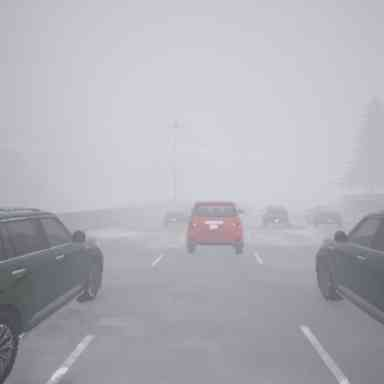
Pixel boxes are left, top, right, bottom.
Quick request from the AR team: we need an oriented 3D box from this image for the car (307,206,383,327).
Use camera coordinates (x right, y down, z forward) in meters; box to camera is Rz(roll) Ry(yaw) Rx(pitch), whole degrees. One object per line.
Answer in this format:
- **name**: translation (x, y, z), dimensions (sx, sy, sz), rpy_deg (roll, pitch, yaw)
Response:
- **car**: translation (3.794, 1.277, 5.288), dimensions (2.150, 2.045, 5.566), rpy_deg (0, 0, 3)

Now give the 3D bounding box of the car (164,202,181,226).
- **car**: translation (-0.826, 1.755, 25.252), dimensions (1.812, 1.442, 4.674), rpy_deg (0, -1, 10)

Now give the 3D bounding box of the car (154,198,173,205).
- **car**: translation (-4.453, 1.902, 61.194), dimensions (2.097, 1.767, 4.553), rpy_deg (0, -1, 24)

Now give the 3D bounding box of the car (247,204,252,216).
- **car**: translation (5.437, 1.887, 36.607), dimensions (2.033, 1.411, 5.357), rpy_deg (0, -1, 16)

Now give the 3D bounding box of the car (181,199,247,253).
- **car**: translation (1.067, 1.356, 14.517), dimensions (2.150, 2.045, 5.566), rpy_deg (0, 0, 6)

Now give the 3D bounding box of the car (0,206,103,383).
- **car**: translation (-3.195, 1.268, 5.331), dimensions (2.150, 2.045, 5.566), rpy_deg (0, 0, 2)

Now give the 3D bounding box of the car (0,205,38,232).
- **car**: translation (-12.298, 1.686, 21.496), dimensions (1.837, 1.490, 4.892), rpy_deg (0, -1, 9)

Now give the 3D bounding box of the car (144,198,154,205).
- **car**: translation (-7.530, 1.914, 62.921), dimensions (2.097, 1.767, 4.553), rpy_deg (0, -1, 24)

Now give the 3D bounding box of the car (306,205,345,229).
- **car**: translation (9.729, 1.761, 24.573), dimensions (1.812, 1.442, 4.674), rpy_deg (0, -1, 11)

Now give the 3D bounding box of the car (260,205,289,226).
- **car**: translation (6.338, 1.746, 25.416), dimensions (1.837, 1.490, 4.892), rpy_deg (0, 0, 11)

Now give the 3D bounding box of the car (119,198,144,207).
- **car**: translation (-11.620, 1.904, 62.289), dimensions (2.097, 1.767, 4.553), rpy_deg (0, -1, 23)

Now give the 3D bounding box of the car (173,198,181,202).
- **car**: translation (-1.137, 2.070, 60.128), dimensions (1.812, 1.442, 4.674), rpy_deg (0, -1, 24)
